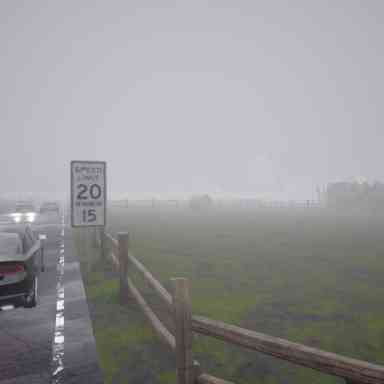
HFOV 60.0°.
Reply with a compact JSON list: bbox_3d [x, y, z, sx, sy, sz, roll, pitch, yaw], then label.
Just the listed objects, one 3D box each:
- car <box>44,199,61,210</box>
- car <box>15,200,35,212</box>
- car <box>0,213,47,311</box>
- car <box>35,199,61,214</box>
[{"bbox_3d":[-18.948,1.604,45.269,1.895,1.301,4.718,0,0,-21],"label":"car"},{"bbox_3d":[-19.627,1.623,39.366,1.895,1.301,4.718,0,0,-21],"label":"car"},{"bbox_3d":[-4.444,1.481,7.521,1.882,1.535,5.008,0,0,-21],"label":"car"},{"bbox_3d":[-15.153,1.494,35.531,2.128,1.511,4.902,0,0,-21],"label":"car"}]
